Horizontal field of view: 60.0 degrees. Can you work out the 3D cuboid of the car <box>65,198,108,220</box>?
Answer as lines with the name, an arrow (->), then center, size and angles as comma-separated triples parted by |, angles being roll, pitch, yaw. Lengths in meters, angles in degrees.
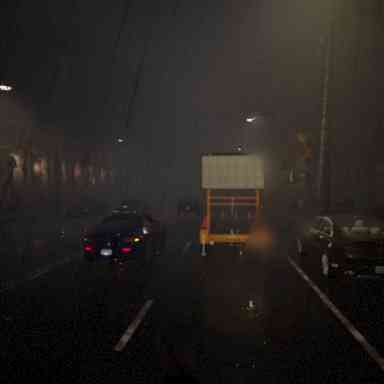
car -> -7.820, 1.208, 25.224 | 1.882, 1.535, 5.008 | 0, 1, 6

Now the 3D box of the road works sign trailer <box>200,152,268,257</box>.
road works sign trailer -> 1.528, 0.329, 12.468 | 2.380, 3.560, 2.880 | 0, 1, 6

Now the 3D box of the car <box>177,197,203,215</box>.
car -> -0.118, 1.157, 29.758 | 1.882, 1.535, 5.008 | 0, 1, 6

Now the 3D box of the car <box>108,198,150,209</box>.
car -> -4.348, 1.239, 24.763 | 1.837, 1.490, 4.892 | 0, 1, 6

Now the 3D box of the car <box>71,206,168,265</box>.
car -> -2.030, 1.406, 11.114 | 1.812, 1.442, 4.674 | 0, 1, 6

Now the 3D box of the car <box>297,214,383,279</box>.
car -> 4.329, 1.376, 9.525 | 2.231, 1.521, 4.892 | 0, 1, 6

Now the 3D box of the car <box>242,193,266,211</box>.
car -> 7.336, 0.936, 38.743 | 2.185, 1.767, 4.553 | 0, 1, 6
